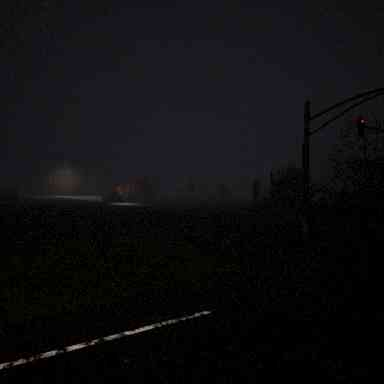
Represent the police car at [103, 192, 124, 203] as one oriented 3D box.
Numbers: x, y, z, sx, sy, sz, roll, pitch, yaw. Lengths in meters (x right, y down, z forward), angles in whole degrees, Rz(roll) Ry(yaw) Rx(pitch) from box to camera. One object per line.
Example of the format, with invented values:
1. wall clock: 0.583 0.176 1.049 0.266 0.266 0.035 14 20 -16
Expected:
1. police car: -11.779 0.821 49.809 2.038 1.542 4.974 1 0 -32
